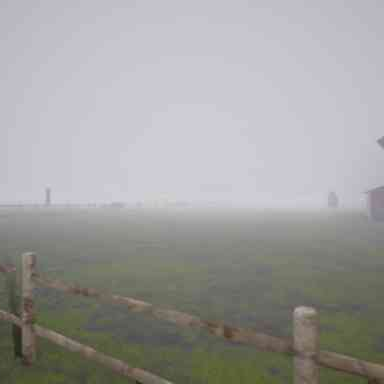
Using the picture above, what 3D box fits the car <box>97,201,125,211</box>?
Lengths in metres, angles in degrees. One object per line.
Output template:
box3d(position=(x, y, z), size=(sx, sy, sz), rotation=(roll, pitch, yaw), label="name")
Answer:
box3d(position=(-12.735, 2.215, 52.503), size=(1.812, 1.442, 4.674), rotation=(0, -1, 36), label="car")
